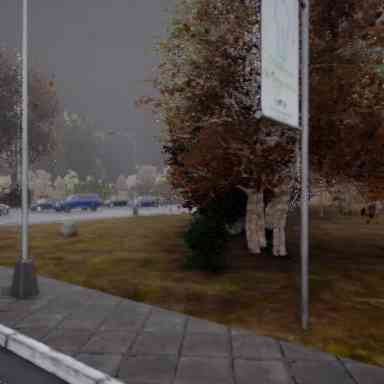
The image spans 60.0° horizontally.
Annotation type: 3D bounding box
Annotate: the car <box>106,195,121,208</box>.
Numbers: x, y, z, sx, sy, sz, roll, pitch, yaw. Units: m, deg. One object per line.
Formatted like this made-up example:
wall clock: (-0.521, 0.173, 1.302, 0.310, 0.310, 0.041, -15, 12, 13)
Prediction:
car: (-10.536, 1.262, 45.698, 2.097, 1.767, 4.553, 0, 0, 38)

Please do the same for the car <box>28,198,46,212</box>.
car: (-16.526, 1.440, 38.085, 1.837, 1.490, 4.892, 0, 0, 39)

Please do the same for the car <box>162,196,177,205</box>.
car: (-4.493, 1.365, 53.626, 1.837, 1.490, 4.892, 0, 0, 37)

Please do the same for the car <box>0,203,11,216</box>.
car: (-18.663, 1.510, 29.802, 1.994, 1.385, 4.181, 0, 0, 39)

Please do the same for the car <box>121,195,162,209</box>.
car: (-6.725, 1.261, 44.902, 2.097, 1.767, 4.553, 0, 0, 37)

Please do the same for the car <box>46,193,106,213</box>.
car: (-12.827, 1.160, 37.106, 2.150, 2.045, 5.566, 0, 0, 39)
